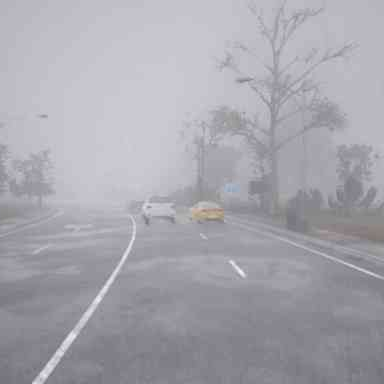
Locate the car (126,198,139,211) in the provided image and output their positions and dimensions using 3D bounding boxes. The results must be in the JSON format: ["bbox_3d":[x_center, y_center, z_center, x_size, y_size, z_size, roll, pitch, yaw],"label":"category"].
[{"bbox_3d":[-7.248,1.570,42.364,1.837,1.490,4.892,0,0,-18],"label":"car"}]

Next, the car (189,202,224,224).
[{"bbox_3d":[0.994,1.480,25.015,1.882,1.535,5.008,0,0,-11],"label":"car"}]

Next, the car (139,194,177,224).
[{"bbox_3d":[-2.661,1.246,25.579,2.150,2.045,5.566,0,-1,-12],"label":"car"}]

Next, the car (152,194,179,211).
[{"bbox_3d":[-3.506,1.251,42.315,2.150,2.045,5.566,0,0,-18],"label":"car"}]
